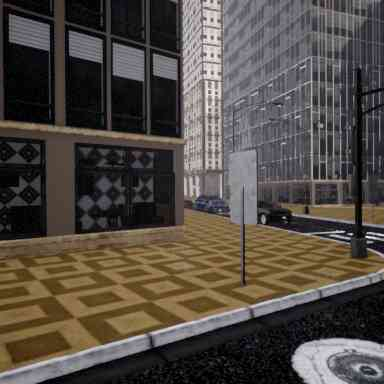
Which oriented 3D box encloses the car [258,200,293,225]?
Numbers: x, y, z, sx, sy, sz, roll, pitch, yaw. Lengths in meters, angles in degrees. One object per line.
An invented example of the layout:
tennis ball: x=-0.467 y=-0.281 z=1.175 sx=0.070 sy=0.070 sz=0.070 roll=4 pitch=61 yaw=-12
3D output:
car: x=4.879 y=1.277 z=22.845 sx=1.882 sy=1.535 sz=5.008 roll=-1 pitch=1 yaw=-19

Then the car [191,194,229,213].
car: x=1.832 y=1.019 z=31.918 sx=2.097 sy=1.767 sz=4.553 roll=-1 pitch=1 yaw=-19

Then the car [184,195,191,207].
car: x=-1.320 y=1.092 z=41.339 sx=1.994 sy=1.385 sz=4.181 roll=-1 pitch=1 yaw=-18
